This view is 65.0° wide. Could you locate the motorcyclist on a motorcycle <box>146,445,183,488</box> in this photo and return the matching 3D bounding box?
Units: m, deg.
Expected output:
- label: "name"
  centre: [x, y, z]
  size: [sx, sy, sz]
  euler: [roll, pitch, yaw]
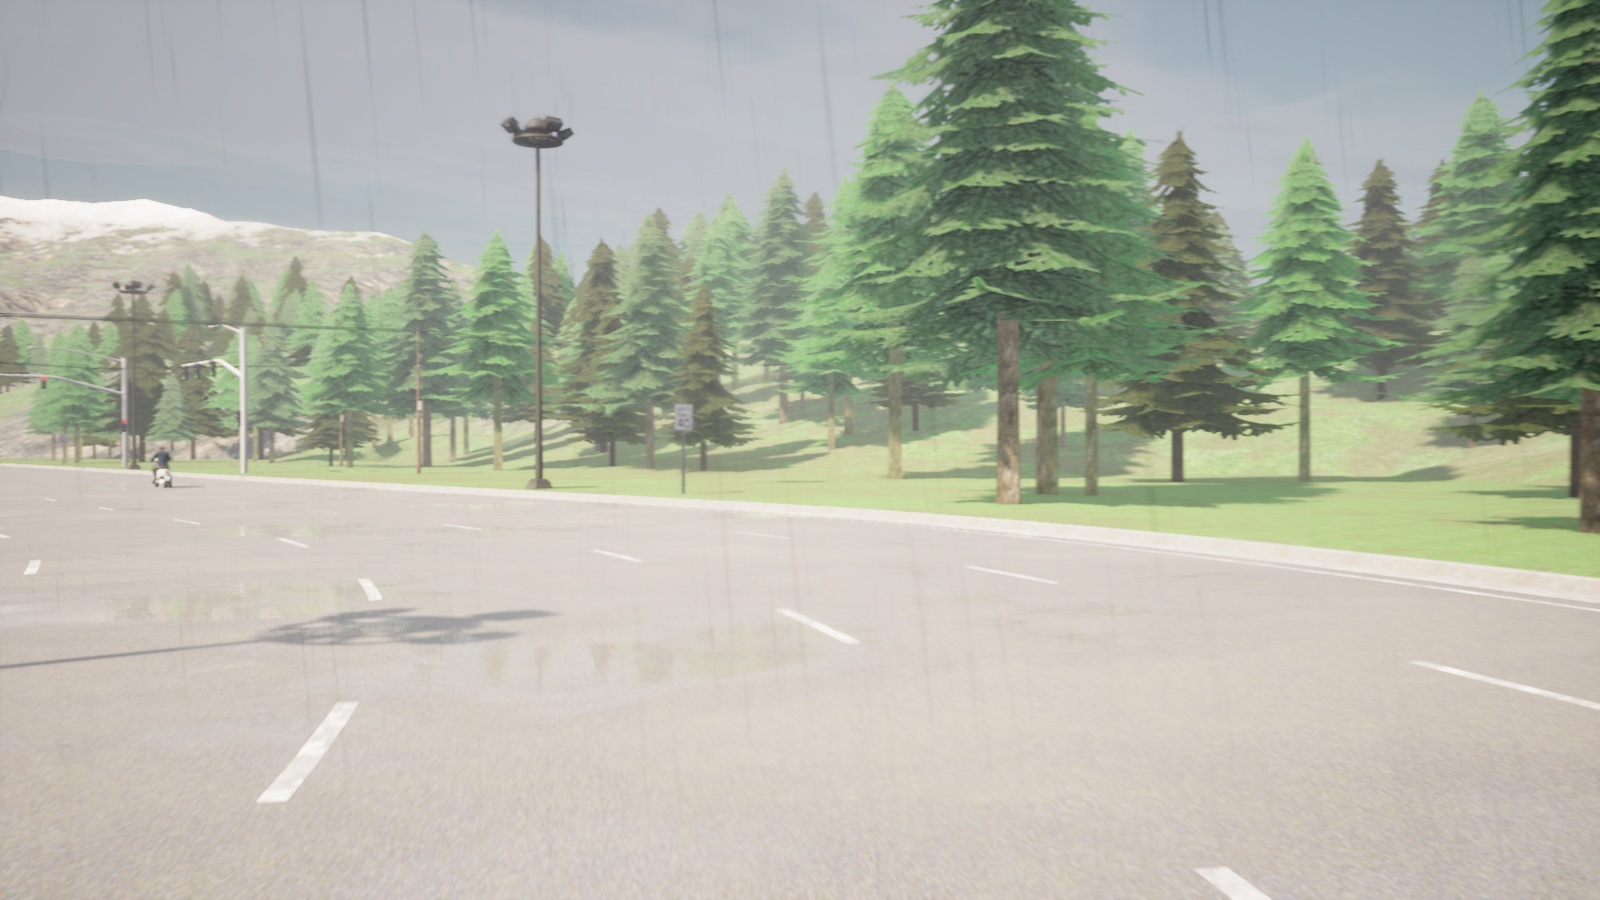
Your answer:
- label: "motorcyclist on a motorcycle"
  centre: [-23.943, 0.609, 47.305]
  size: [0.866, 1.590, 1.817]
  euler: [0, 0, -40]
